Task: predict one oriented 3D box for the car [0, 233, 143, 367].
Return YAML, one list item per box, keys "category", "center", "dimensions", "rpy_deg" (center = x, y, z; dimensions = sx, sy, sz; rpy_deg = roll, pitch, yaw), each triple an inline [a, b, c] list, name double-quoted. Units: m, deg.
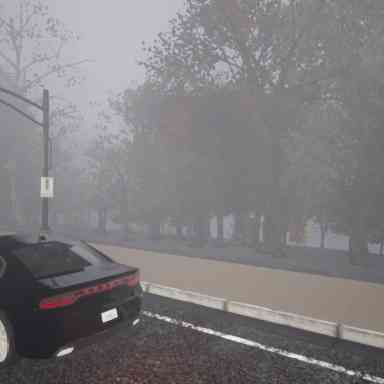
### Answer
- category: "car"
  center: [-3.076, 1.477, 5.871]
  dimensions: [5.008, 1.535, 1.882]
  rpy_deg: [0, 0, 37]
